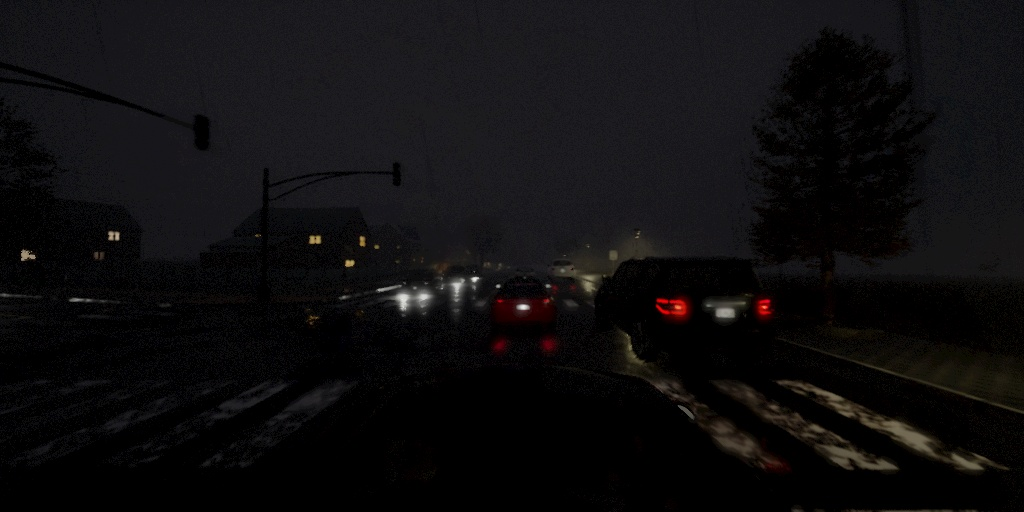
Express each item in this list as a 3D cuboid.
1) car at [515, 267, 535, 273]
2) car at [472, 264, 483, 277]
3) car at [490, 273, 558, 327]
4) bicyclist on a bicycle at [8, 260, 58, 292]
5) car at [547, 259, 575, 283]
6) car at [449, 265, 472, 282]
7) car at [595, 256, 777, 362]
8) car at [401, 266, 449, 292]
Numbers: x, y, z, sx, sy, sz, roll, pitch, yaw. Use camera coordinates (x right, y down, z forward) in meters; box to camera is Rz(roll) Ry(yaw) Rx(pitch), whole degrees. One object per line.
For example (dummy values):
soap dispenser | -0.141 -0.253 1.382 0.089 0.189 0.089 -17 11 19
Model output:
car | 1.271 1.730 34.349 1.895 1.301 4.718 0 -1 3
car | -4.820 1.795 44.210 1.837 1.490 4.892 0 -1 4
car | 0.376 1.430 12.039 1.994 1.385 4.181 0 -1 2
bicyclist on a bicycle | -24.644 1.034 18.499 0.582 1.620 1.656 0 -1 15
car | 4.448 1.315 32.912 2.150 2.045 5.566 0 -1 3
car | -5.428 1.670 34.244 1.837 1.490 4.892 0 -1 3
car | 3.529 1.034 8.505 2.150 2.045 5.566 0 0 1
car | -5.926 1.595 24.378 2.033 1.411 5.357 0 -1 -1
